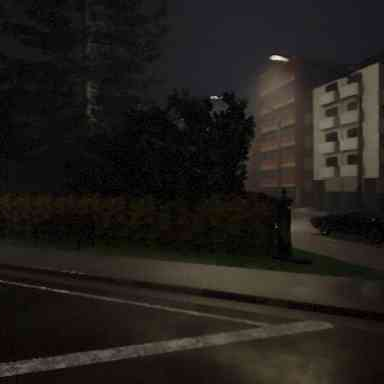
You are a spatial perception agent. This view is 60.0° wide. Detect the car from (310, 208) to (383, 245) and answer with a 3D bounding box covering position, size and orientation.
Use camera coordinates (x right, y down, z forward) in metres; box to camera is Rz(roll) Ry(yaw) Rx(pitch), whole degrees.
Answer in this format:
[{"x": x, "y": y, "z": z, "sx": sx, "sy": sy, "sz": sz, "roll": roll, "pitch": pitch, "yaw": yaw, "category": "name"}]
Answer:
[{"x": 7.619, "y": 1.445, "z": 15.080, "sx": 1.895, "sy": 1.301, "sz": 4.718, "roll": -1, "pitch": 0, "yaw": -19, "category": "car"}]
